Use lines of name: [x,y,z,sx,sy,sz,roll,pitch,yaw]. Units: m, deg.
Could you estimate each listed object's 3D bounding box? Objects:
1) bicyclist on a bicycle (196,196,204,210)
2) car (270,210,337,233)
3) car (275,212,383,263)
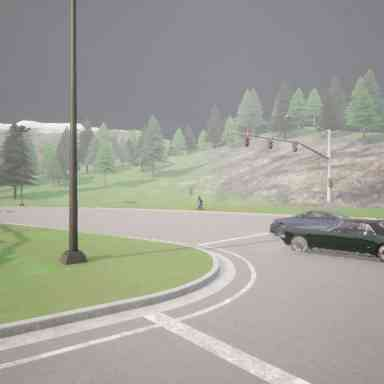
bicyclist on a bicycle: [0.900,1.302,38.405,0.582,1.620,1.656,0,0,34]
car: [5.952,1.564,16.123,4.181,1.385,1.994,0,0,41]
car: [5.654,1.601,11.778,4.718,1.301,1.895,0,0,42]
